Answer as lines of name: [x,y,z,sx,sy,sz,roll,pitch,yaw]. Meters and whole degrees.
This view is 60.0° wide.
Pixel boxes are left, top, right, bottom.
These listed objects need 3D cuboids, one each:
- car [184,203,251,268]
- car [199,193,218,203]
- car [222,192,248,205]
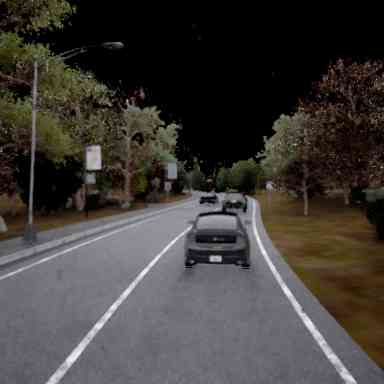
car: [0.865,1.374,10.855,1.837,1.490,4.892,0,2,6]
car: [2.093,0.784,40.321,2.033,1.411,5.357,0,1,10]
car: [3.909,0.778,29.956,2.097,1.767,4.553,0,1,11]
